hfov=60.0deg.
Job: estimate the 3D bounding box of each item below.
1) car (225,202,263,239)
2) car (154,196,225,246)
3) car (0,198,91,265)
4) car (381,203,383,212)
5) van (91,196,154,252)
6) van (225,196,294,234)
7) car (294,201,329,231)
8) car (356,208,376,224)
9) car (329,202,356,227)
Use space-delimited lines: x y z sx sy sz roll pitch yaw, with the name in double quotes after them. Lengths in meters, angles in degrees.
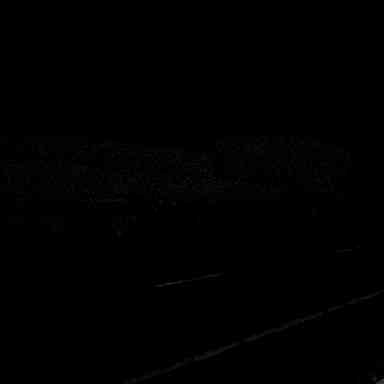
0.799 1.469 17.148 4.892 1.521 2.231 -1 0 35 "car"
-1.612 1.225 15.414 5.566 2.045 2.435 -1 -1 35 "car"
-6.527 1.242 11.979 5.566 2.045 2.435 -1 0 35 "car"
20.342 1.426 31.028 4.792 1.488 2.163 -1 -1 35 "car"
-3.970 1.258 13.634 4.442 1.987 1.878 -1 -1 35 "van"
3.125 1.235 18.947 4.442 1.987 1.878 -1 0 35 "van"
5.679 1.324 20.593 4.553 1.767 2.185 -1 0 35 "car"
10.560 1.461 24.068 4.792 1.488 2.163 -1 -1 35 "car"
8.088 1.481 22.336 4.674 1.452 2.002 -1 0 35 "car"
